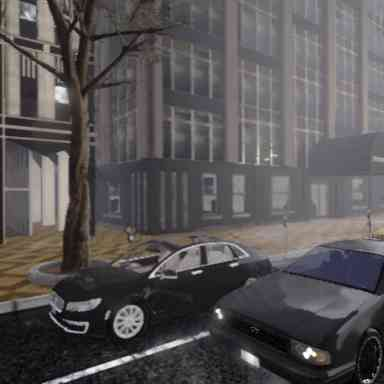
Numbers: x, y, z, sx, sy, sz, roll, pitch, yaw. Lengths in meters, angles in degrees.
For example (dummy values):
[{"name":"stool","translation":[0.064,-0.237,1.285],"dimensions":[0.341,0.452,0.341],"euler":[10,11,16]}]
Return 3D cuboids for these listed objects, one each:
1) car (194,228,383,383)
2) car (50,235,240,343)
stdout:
[{"name":"car","translation":[2.823,1.538,5.439],"dimensions":[5.357,1.411,2.033],"euler":[0,0,-36]},{"name":"car","translation":[-0.332,1.553,6.348],"dimensions":[4.403,1.369,2.008],"euler":[0,0,-36]}]
